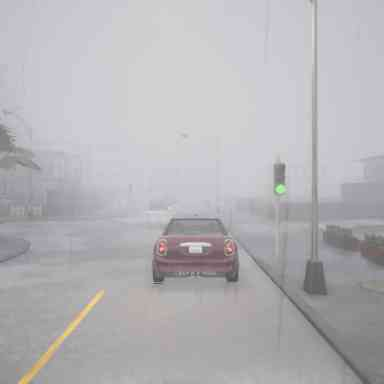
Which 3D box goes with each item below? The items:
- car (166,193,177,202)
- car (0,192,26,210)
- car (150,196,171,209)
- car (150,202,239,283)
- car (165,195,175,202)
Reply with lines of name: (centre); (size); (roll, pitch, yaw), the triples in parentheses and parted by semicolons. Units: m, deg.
car: (-3.968, 1.230, 61.649); (2.150, 2.045, 5.566); (0, 0, 0)
car: (-19.733, 0.990, 35.410); (1.905, 1.878, 3.866); (0, 0, 35)
car: (-4.067, 1.569, 41.353); (1.994, 1.385, 4.181); (0, 0, 0)
car: (0.088, 1.353, 9.808); (2.097, 1.767, 4.553); (0, 0, 0)
car: (-4.042, 1.608, 51.255); (1.895, 1.301, 4.718); (0, 0, 0)
